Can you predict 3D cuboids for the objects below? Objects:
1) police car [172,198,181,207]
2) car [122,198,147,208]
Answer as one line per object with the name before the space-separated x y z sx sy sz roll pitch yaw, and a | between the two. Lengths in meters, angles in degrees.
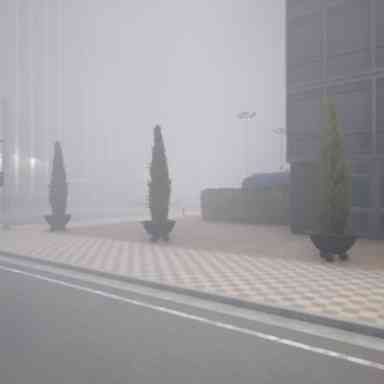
police car | -3.914 1.587 54.065 1.930 1.638 5.238 0 0 35
car | -8.954 1.672 53.100 2.128 1.511 4.902 0 0 35
